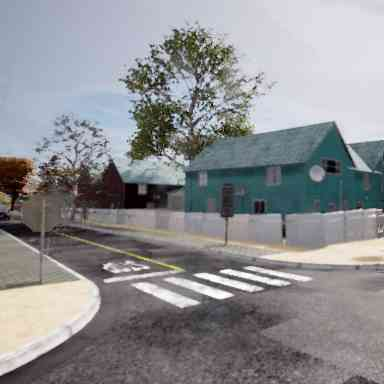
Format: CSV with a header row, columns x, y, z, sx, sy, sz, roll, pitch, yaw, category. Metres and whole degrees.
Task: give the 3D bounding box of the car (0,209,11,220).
x,y,z,sx,sy,sz,roll,pitch,yaw,category
-24.683,2.907,42.802,1.994,1.385,4.181,2,-3,-35,car
